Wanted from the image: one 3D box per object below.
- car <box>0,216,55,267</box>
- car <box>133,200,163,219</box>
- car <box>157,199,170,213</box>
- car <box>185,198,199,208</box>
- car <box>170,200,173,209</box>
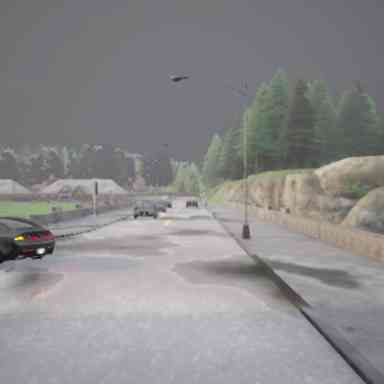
[{"bbox_3d":[-6.880,1.557,11.090,4.892,1.490,1.837,0,-3,21],"label":"car"},{"bbox_3d":[-4.097,1.703,30.501,1.994,1.385,4.181,0,0,0],"label":"car"},{"bbox_3d":[-4.080,1.689,40.517,1.837,1.490,4.892,0,0,0],"label":"car"},{"bbox_3d":[-0.003,1.713,51.753,1.882,1.535,5.008,0,0,0],"label":"car"},{"bbox_3d":[-4.003,1.832,50.698,1.895,1.301,4.718,0,0,0],"label":"car"}]
